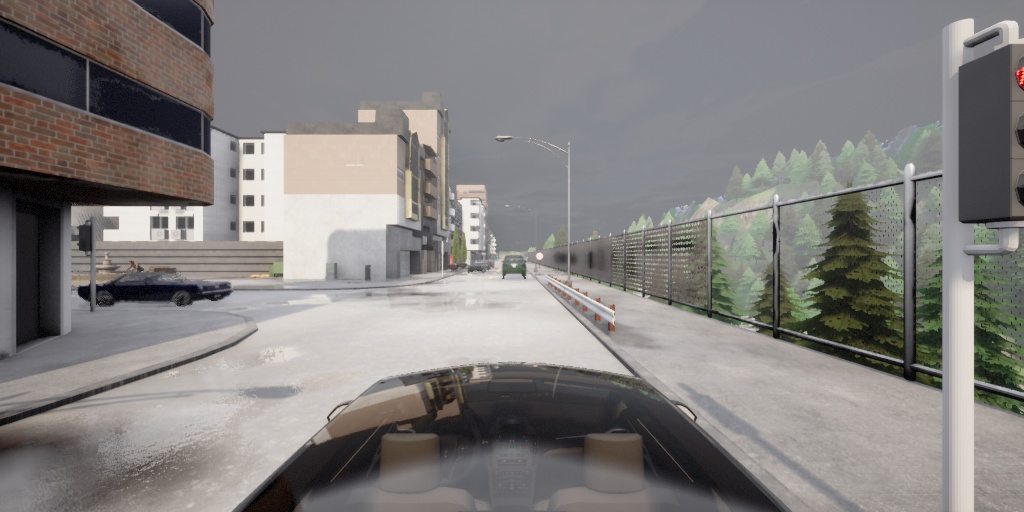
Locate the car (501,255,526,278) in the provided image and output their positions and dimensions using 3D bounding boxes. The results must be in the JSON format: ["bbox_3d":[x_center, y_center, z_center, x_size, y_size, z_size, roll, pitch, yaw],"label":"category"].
[{"bbox_3d":[0.159,0.972,33.856,2.150,2.045,5.566,0,0,-1],"label":"car"}]

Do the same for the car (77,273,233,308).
[{"bbox_3d":[-14.450,1.351,14.779,4.718,1.301,1.895,0,0,-3],"label":"car"}]

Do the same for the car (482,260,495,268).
[{"bbox_3d":[-4.064,1.351,61.894,1.895,1.301,4.718,0,0,0],"label":"car"}]

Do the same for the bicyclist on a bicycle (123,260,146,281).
[{"bbox_3d":[-24.285,1.099,23.055,0.582,1.620,1.656,0,0,0],"label":"bicyclist on a bicycle"}]

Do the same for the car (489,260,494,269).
[{"bbox_3d":[-4.097,1.241,51.757,2.128,1.511,4.902,0,0,0],"label":"car"}]

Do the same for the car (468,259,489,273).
[{"bbox_3d":[-4.101,1.351,42.408,1.895,1.301,4.718,0,0,0],"label":"car"}]
